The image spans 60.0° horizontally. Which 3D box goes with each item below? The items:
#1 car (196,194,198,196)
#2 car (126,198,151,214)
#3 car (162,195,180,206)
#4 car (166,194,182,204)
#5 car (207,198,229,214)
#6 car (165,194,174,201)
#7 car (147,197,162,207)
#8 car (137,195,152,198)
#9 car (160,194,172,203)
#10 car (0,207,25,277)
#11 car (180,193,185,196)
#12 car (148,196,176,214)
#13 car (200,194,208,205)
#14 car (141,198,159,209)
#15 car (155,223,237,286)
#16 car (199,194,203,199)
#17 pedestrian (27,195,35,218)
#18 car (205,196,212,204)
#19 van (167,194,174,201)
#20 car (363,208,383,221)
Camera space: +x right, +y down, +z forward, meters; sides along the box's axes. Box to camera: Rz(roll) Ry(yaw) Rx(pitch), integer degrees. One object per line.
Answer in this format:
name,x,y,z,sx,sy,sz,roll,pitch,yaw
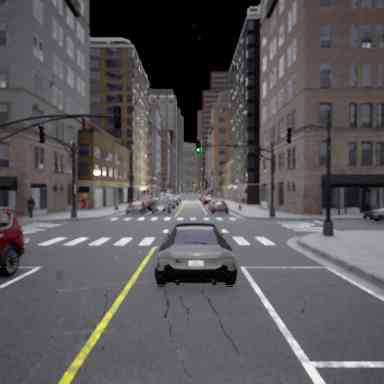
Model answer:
car,2.816,1.320,78.936,2.192,1.841,5.009,-1,0,0
car,-5.689,1.561,34.397,1.802,1.307,4.206,-1,0,0
car,-3.106,1.472,44.494,2.128,1.511,4.902,0,0,0
car,-3.074,1.510,54.187,1.812,1.442,4.674,0,0,0
car,2.836,1.561,34.428,1.802,1.307,4.206,-1,0,0
car,-5.710,1.450,84.482,1.967,1.590,4.097,-1,0,0
car,-5.696,1.508,50.921,1.752,1.417,4.829,-1,0,0
car,-5.694,1.295,39.962,2.192,1.841,5.009,-1,0,0
car,-5.707,1.315,73.352,2.192,1.841,5.009,-1,0,0
car,-5.681,1.307,7.397,2.192,1.841,5.009,-1,0,0
car,-3.024,1.483,64.620,2.128,1.511,4.902,0,0,0
car,-3.111,1.471,35.095,2.128,1.511,4.902,0,0,0
car,2.828,1.530,56.681,1.887,1.381,4.507,-1,0,0
car,-5.694,1.525,45.527,1.887,1.381,4.507,-1,0,0
car,0.092,1.555,9.431,1.994,1.385,4.181,0,0,0
car,2.824,1.430,62.244,1.967,1.590,4.097,-1,0,0
pedestrian,-12.555,1.126,25.919,0.375,1.860,0.375,0,1,0
car,2.833,1.505,40.161,1.752,1.417,4.829,-1,0,0
van,-5.713,1.354,90.048,1.690,1.788,3.998,-1,0,0
car,14.854,1.405,22.960,5.357,1.411,2.033,0,1,2
